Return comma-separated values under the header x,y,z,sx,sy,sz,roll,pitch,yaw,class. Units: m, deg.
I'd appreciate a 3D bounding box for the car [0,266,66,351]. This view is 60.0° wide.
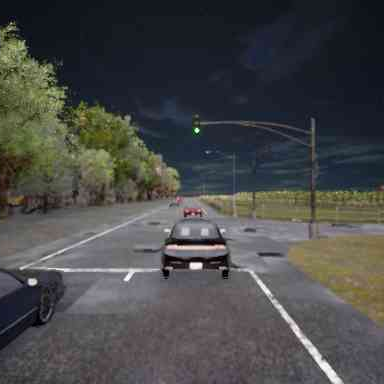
x,y,z,sx,sy,sz,roll,pitch,yaw,class
-3.401,1.591,4.125,2.033,1.411,5.357,0,-1,0,car

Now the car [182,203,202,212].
x,y,z,sx,sy,sz,roll,pitch,yaw,class
0.099,1.965,35.936,1.895,1.301,4.718,0,-1,0,car

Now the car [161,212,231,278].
x,y,z,sx,sy,sz,roll,pitch,yaw,class
0.098,1.600,10.488,2.128,1.511,4.902,0,-1,0,car

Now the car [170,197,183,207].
x,y,z,sx,sy,sz,roll,pitch,yaw,class
-3.403,2.221,67.442,2.033,1.411,5.357,0,-1,0,car
